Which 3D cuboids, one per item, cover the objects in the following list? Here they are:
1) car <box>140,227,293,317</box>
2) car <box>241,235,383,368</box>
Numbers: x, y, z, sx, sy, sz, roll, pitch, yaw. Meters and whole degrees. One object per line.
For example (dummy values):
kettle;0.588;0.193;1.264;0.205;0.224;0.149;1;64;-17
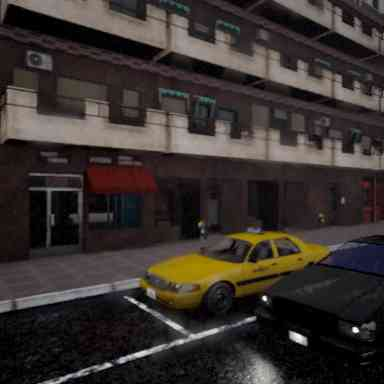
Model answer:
car;1.228;1.514;7.430;4.829;1.417;1.752;0;0;-35
car;3.578;1.534;5.913;5.357;1.411;2.033;0;0;-35
